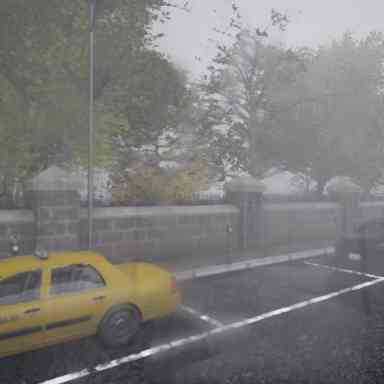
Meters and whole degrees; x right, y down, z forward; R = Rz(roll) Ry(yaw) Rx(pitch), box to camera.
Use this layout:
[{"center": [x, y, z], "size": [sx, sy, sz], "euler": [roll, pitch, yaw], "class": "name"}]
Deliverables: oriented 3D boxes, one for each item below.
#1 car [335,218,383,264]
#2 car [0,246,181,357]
[{"center": [6.694, 1.586, 11.331], "size": [4.313, 1.339, 1.947], "euler": [0, 0, -35], "class": "car"}, {"center": [-2.462, 1.526, 4.799], "size": [4.829, 1.417, 1.752], "euler": [0, 0, -35], "class": "car"}]
